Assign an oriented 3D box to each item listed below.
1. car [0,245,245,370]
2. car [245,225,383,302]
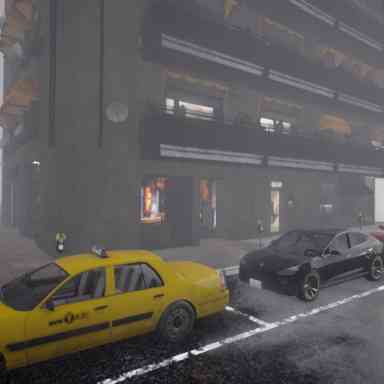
[{"bbox_3d":[-1.638,1.526,4.915,4.829,1.417,1.752,0,1,-35],"label":"car"},{"bbox_3d":[3.125,1.567,8.297,4.313,1.339,1.947,0,1,-35],"label":"car"}]
